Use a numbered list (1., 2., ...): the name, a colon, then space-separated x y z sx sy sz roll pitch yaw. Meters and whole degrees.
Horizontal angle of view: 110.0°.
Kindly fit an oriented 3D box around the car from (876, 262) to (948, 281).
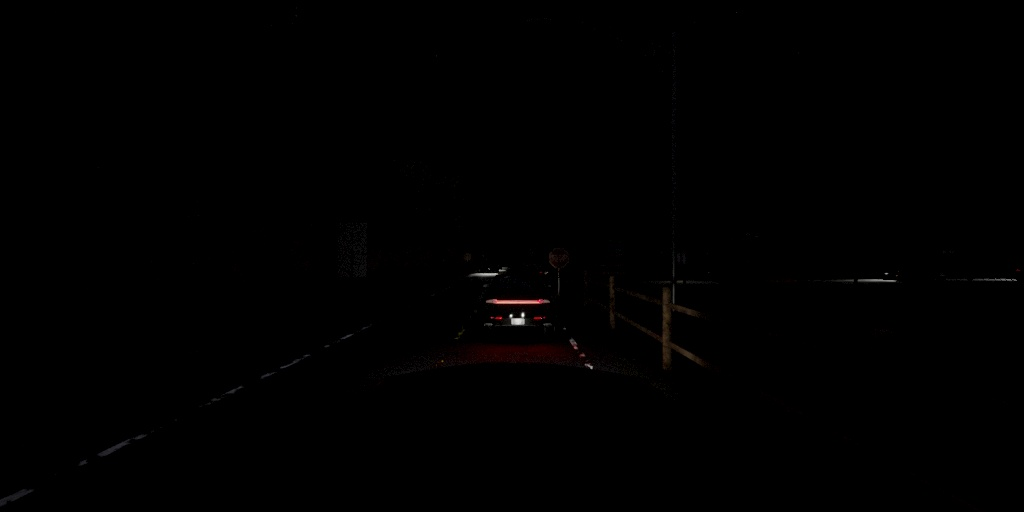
1. car: 31.188 1.183 28.040 4.181 1.385 1.994 0 0 -2

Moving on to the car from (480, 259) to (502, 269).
1. car: -2.591 1.294 42.840 1.994 1.385 4.181 0 0 1

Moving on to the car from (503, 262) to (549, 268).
1. car: 1.532 1.268 32.331 1.812 1.442 4.674 -1 1 -36

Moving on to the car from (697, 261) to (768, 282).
1. car: 17.041 1.157 27.868 5.008 1.535 1.882 0 0 -1

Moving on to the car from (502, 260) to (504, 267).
1. car: -2.510 1.279 52.821 1.994 1.385 4.181 0 0 1

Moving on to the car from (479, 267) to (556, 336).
1. car: 0.148 1.241 10.377 2.128 1.511 4.902 0 0 0

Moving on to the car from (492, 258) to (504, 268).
1. car: -2.393 1.200 62.951 1.837 1.490 4.892 0 0 1

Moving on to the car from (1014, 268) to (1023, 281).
1. car: 38.338 1.128 25.156 4.181 1.385 1.994 0 0 -1
